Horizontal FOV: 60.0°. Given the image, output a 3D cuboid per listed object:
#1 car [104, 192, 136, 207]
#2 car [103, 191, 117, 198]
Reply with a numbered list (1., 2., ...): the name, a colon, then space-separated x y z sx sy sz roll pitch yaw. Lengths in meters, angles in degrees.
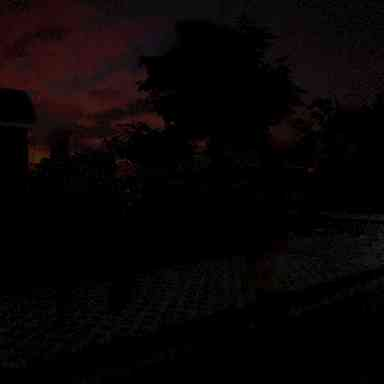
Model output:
1. car: -8.433 1.090 40.212 2.128 1.511 4.902 -2 1 -34
2. car: -22.437 0.700 91.161 2.097 1.767 4.553 -1 0 5
